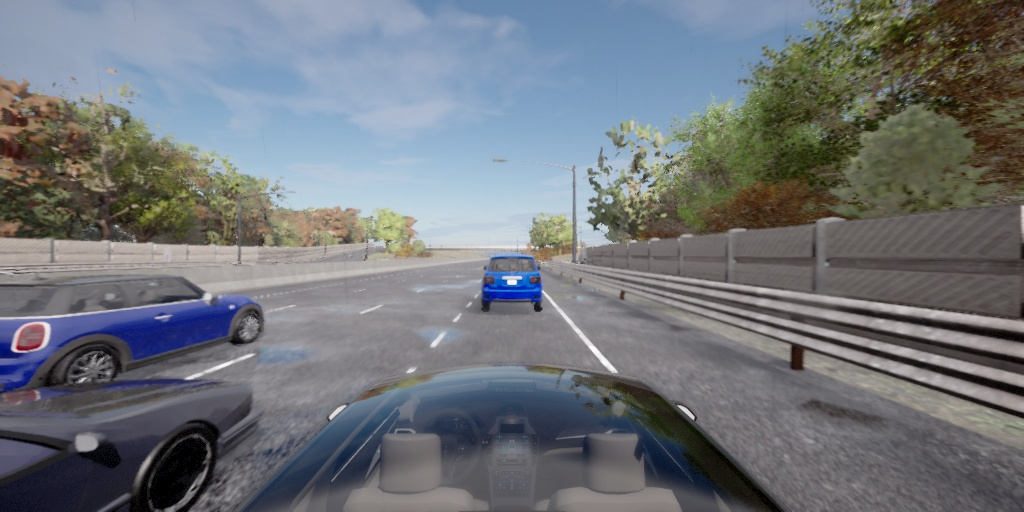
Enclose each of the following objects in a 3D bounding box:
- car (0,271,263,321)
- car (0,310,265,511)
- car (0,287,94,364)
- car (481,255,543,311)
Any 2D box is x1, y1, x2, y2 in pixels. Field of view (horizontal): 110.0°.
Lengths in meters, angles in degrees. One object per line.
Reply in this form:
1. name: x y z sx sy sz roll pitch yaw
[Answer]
1. car: -6.899 1.098 6.625 2.097 1.767 4.553 0 0 0
2. car: -3.402 1.298 1.079 2.033 1.411 5.357 0 0 0
3. car: -10.400 1.348 5.744 1.895 1.301 4.718 0 0 0
4. car: 0.002 0.964 14.501 2.150 2.045 5.566 0 0 0
